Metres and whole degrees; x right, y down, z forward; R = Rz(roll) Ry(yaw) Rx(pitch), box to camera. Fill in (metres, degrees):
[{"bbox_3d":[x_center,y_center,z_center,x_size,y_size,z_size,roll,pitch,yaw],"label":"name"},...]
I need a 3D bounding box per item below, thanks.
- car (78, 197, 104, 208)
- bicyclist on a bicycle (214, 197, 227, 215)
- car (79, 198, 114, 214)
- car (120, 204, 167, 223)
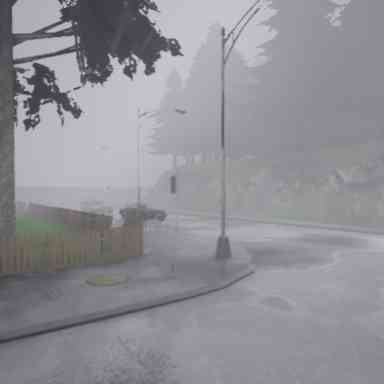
[{"bbox_3d":[-14.740,1.508,48.115,2.033,1.411,5.357,0,0,-35],"label":"car"},{"bbox_3d":[2.676,1.297,31.022,1.656,1.620,0.582,-1,0,-35],"label":"bicyclist on a bicycle"},{"bbox_3d":[-9.578,1.572,33.763,1.895,1.301,4.718,0,0,-35],"label":"car"},{"bbox_3d":[-3.781,1.571,25.617,1.895,1.301,4.718,0,0,-35],"label":"car"}]
